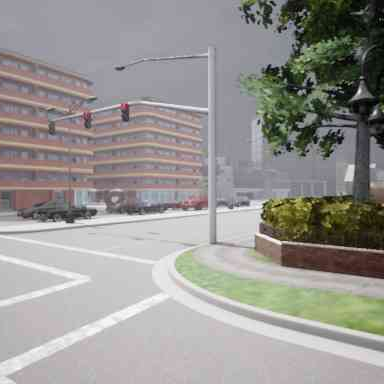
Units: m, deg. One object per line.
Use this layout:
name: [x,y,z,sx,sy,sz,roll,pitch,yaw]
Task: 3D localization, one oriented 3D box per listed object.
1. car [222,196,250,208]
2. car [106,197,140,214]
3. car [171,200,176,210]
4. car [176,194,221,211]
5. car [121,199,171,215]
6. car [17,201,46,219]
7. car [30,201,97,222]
car: [6.961,1.392,50.085,2.097,1.767,4.553,0,0,36]
car: [-7.250,1.399,36.495,2.097,1.767,4.553,0,0,35]
car: [-2.011,1.648,43.722,1.895,1.301,4.718,0,0,36]
car: [0.925,1.262,41.807,2.150,2.045,5.566,0,0,36]
car: [-4.634,1.640,34.150,1.895,1.301,4.718,0,0,36]
car: [-12.638,1.552,29.071,1.837,1.490,4.892,0,0,36]
car: [-10.029,1.642,26.742,1.895,1.301,4.718,0,0,33]
